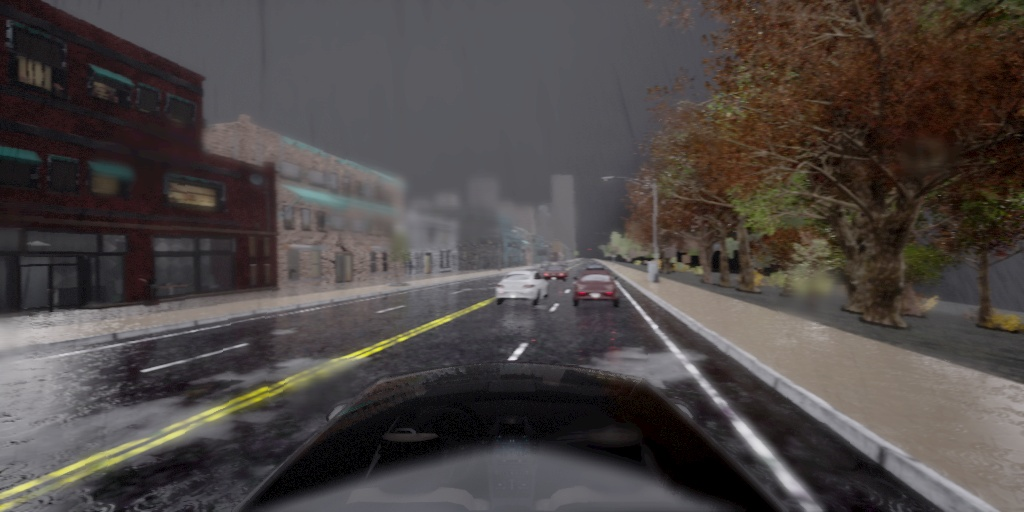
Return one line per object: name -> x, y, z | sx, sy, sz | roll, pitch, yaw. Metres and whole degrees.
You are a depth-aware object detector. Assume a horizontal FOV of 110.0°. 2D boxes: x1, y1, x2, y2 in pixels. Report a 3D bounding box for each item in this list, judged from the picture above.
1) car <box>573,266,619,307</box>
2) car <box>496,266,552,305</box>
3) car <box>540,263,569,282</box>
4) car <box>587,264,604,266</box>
car -> 3.722, 1.341, 15.976 | 1.812, 1.442, 4.674 | -1, 0, 13
car -> 0.563, 1.386, 16.737 | 1.812, 1.442, 4.674 | -1, 0, 13
car -> 3.864, 1.532, 31.063 | 1.895, 1.301, 4.718 | -1, 0, 13
car -> 7.073, 1.380, 30.514 | 2.128, 1.511, 4.902 | -1, 0, 13
